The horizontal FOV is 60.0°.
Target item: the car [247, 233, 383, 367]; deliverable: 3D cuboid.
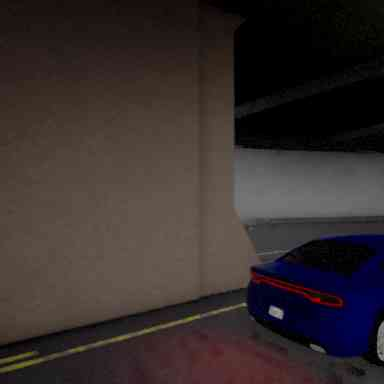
[{"bbox_3d":[3.241,1.473,5.819,5.008,1.535,1.882,0,0,-32],"label":"car"}]
